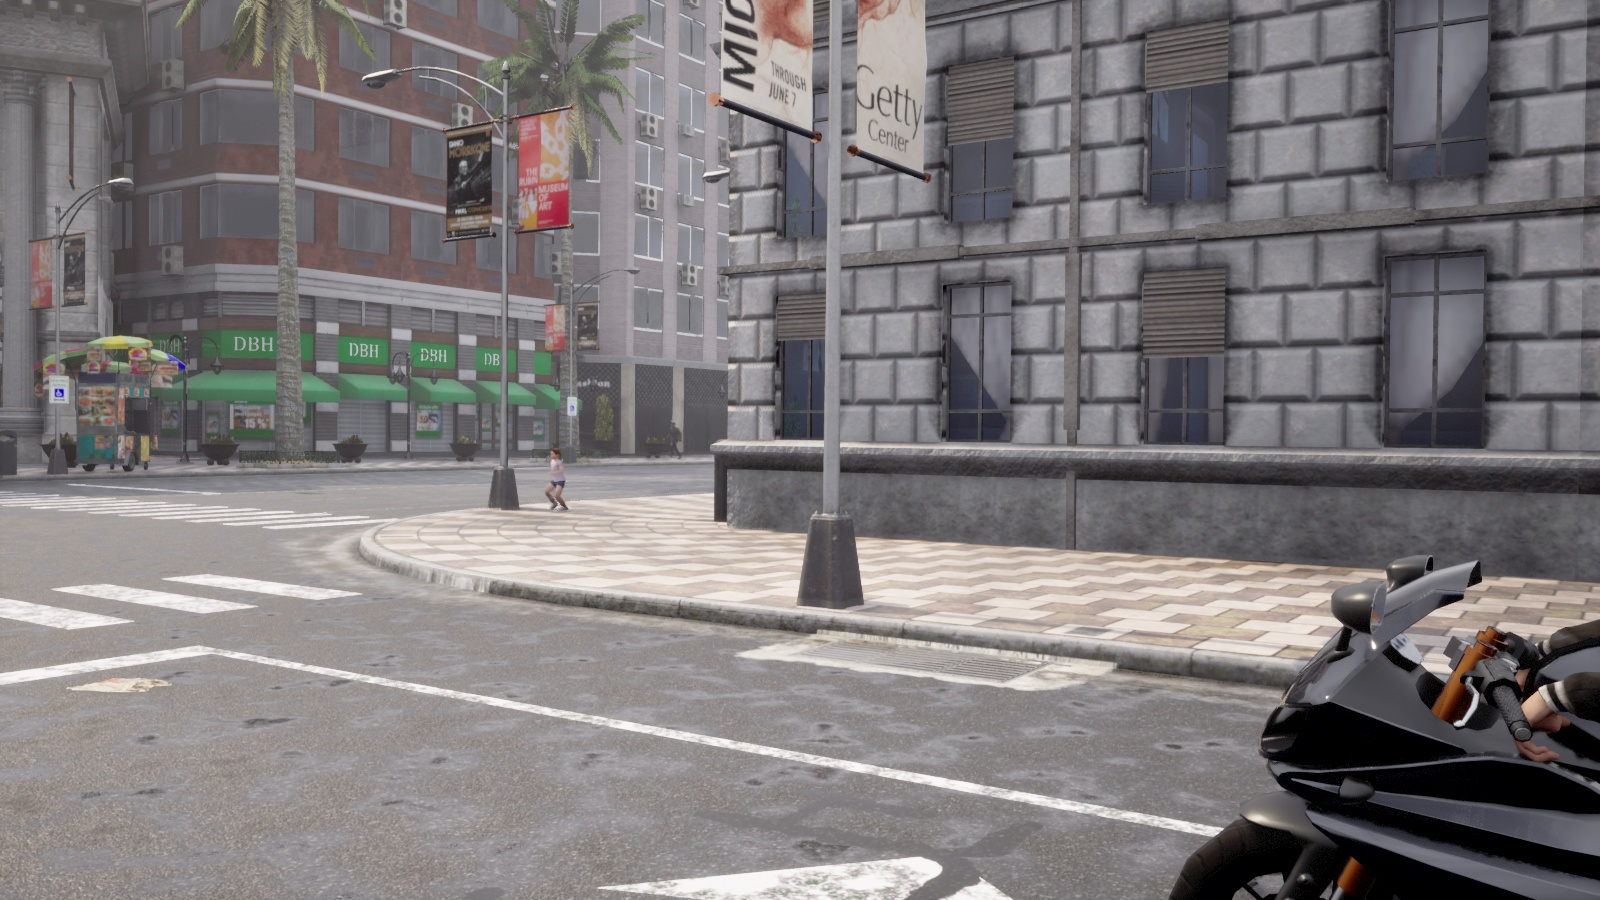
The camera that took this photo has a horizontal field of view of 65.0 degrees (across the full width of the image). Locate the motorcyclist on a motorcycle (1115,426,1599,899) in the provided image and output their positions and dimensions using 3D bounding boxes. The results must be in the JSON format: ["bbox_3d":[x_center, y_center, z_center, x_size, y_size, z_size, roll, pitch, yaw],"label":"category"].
[{"bbox_3d":[1.824,0.717,2.412,2.191,1.530,0.866,0,1,34],"label":"motorcyclist on a motorcycle"}]

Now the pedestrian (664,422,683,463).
[{"bbox_3d":[-6.037,-0.377,60.034,0.423,1.949,0.788,0,1,45],"label":"pedestrian"}]

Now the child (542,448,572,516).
[{"bbox_3d":[-4.007,0.521,20.730,0.255,1.110,0.394,0,1,42],"label":"child"}]
